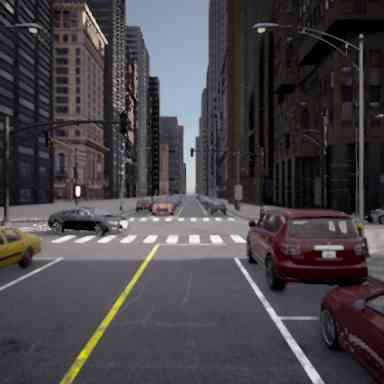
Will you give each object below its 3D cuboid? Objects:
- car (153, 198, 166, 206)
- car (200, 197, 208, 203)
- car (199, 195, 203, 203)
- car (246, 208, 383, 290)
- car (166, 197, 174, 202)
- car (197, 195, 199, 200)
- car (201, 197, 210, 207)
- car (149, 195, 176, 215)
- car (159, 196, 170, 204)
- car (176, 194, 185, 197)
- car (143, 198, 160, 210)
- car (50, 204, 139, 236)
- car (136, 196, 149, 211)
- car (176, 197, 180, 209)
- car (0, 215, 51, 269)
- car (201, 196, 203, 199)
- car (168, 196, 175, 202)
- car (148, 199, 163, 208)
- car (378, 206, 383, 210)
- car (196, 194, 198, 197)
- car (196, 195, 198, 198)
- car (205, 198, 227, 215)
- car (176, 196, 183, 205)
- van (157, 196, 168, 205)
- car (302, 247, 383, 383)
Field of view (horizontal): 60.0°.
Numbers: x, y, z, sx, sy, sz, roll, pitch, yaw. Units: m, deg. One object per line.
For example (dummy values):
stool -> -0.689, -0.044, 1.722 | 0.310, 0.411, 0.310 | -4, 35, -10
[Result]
car -> -5.726, 1.812, 58.626 | 1.802, 1.307, 4.206 | 0, 0, 0
car -> 2.813, 1.855, 81.362 | 1.752, 1.417, 4.829 | 0, 0, 0
car -> 2.802, 1.694, 64.271 | 1.967, 1.590, 4.097 | 0, 0, 0
car -> 2.766, 1.350, 9.095 | 2.192, 1.841, 5.009 | 0, 0, 0
car -> -5.708, 1.921, 86.829 | 1.947, 1.339, 4.313 | 0, 0, 0
car -> 2.809, 1.743, 75.552 | 1.967, 1.590, 4.097 | 0, 0, 0
car -> 2.791, 1.735, 47.349 | 2.008, 1.369, 4.403 | 0, 0, 0
car -> -3.018, 1.486, 35.024 | 2.097, 1.767, 4.553 | 0, 0, -2
car -> -5.720, 1.718, 69.908 | 1.967, 1.590, 4.097 | 0, 0, 0
car -> -2.958, 1.752, 65.645 | 2.128, 1.511, 4.902 | 0, 0, 0
car -> -5.734, 1.624, 47.346 | 1.967, 1.590, 4.097 | 0, 0, 0
car -> -5.789, 1.576, 18.665 | 4.902, 1.511, 2.128 | 0, -1, 23
car -> -5.738, 1.476, 41.705 | 2.192, 1.841, 5.009 | 0, 0, 0
car -> -3.061, 1.776, 45.146 | 1.895, 1.301, 4.718 | 0, 0, 0
car -> -5.759, 1.559, 8.920 | 1.752, 1.417, 4.829 | 0, 0, 0
car -> 2.795, 1.751, 52.989 | 1.887, 1.381, 4.507 | 0, 0, 0
car -> -5.705, 1.906, 92.300 | 1.752, 1.417, 4.829 | 0, 0, 0
car -> -5.730, 1.773, 52.986 | 1.947, 1.339, 4.313 | 0, 0, 0
car -> 14.685, 1.617, 24.245 | 4.181, 1.385, 1.994 | 0, 0, 0
car -> 2.820, 1.926, 92.473 | 1.887, 1.381, 4.507 | 0, 0, 0
car -> 2.817, 1.900, 86.832 | 1.887, 1.381, 4.507 | 0, 0, 0
car -> 2.784, 1.689, 36.067 | 2.008, 1.369, 4.403 | 0, 0, 0
car -> -3.033, 1.764, 55.421 | 2.033, 1.411, 5.357 | 0, 0, 1
van -> -5.724, 1.595, 64.267 | 1.690, 1.788, 3.998 | 0, 0, 0
car -> 2.763, 1.595, 3.417 | 1.802, 1.307, 4.206 | 0, 0, 0
